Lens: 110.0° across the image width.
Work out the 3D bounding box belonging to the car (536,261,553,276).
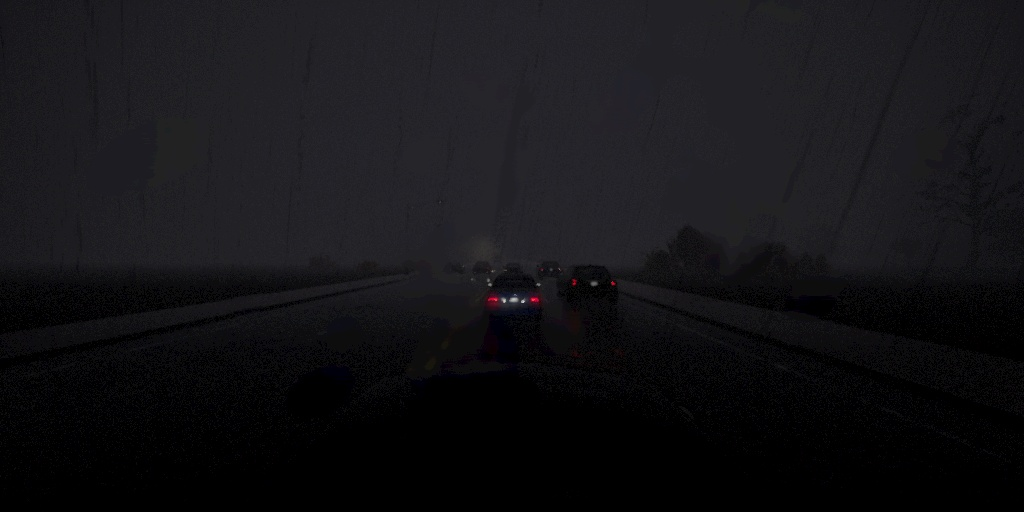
[{"bbox_3d":[3.344,1.202,32.757,2.097,1.767,4.553,0,0,0],"label":"car"}]

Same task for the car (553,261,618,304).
[{"bbox_3d":[3.342,1.151,16.687,2.097,1.767,4.553,0,0,0],"label":"car"}]

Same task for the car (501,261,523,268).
[{"bbox_3d":[0.097,1.380,33.975,1.812,1.442,4.674,0,0,0],"label":"car"}]

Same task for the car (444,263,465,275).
[{"bbox_3d":[-6.590,1.442,41.441,1.994,1.385,4.181,0,0,0],"label":"car"}]

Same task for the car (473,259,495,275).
[{"bbox_3d":[-3.341,1.353,40.738,1.882,1.535,5.008,0,0,0],"label":"car"}]

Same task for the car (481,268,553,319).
[{"bbox_3d":[0.085,1.335,12.985,2.033,1.411,5.357,0,0,0],"label":"car"}]
